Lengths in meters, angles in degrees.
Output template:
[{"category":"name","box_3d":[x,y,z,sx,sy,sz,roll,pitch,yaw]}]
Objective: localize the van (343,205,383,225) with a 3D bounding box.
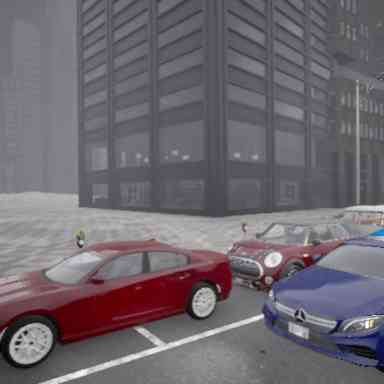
[{"category":"van","box_3d":[6.634,1.344,11.392,3.998,1.788,1.690,0,-1,-35]}]

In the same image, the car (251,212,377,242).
[{"category":"car","box_3d":[2.656,1.442,8.554,4.097,1.590,1.967,0,-1,-35]}]

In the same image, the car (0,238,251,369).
[{"category":"car","box_3d":[-1.321,1.545,5.717,4.507,1.381,1.887,0,-1,-35]}]

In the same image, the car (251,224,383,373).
[{"category":"car","box_3d":[3.254,1.528,5.690,4.674,1.442,1.812,0,0,-36]}]
